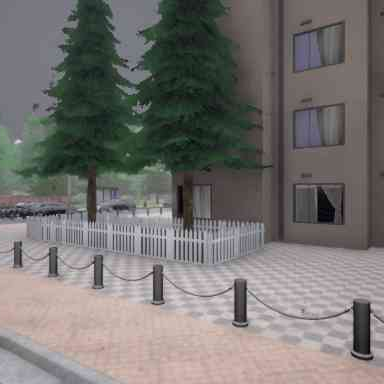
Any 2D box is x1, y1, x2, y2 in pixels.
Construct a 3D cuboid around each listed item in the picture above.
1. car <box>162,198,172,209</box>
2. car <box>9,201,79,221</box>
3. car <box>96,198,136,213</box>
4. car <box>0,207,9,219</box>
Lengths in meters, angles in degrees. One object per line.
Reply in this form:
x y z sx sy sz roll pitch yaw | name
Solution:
-1.954 1.336 45.142 2.097 1.767 4.553 0 0 37 | car
-11.349 1.476 26.521 2.128 1.511 4.902 0 0 37 | car
-8.336 1.476 36.695 2.128 1.511 4.902 0 0 37 | car
-14.321 1.510 28.705 1.812 1.442 4.674 0 0 37 | car
